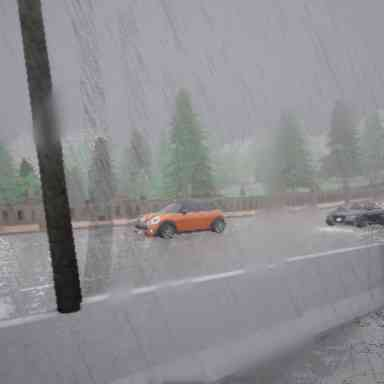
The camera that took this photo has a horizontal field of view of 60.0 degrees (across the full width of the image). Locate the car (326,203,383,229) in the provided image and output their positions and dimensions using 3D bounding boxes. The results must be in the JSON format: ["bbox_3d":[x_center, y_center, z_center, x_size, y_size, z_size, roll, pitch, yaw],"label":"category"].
[{"bbox_3d":[9.732,1.320,19.532,4.181,1.385,1.994,-1,0,-35],"label":"car"}]

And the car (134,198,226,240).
[{"bbox_3d":[-0.548,1.236,16.498,4.553,1.767,2.097,-1,1,-35],"label":"car"}]
